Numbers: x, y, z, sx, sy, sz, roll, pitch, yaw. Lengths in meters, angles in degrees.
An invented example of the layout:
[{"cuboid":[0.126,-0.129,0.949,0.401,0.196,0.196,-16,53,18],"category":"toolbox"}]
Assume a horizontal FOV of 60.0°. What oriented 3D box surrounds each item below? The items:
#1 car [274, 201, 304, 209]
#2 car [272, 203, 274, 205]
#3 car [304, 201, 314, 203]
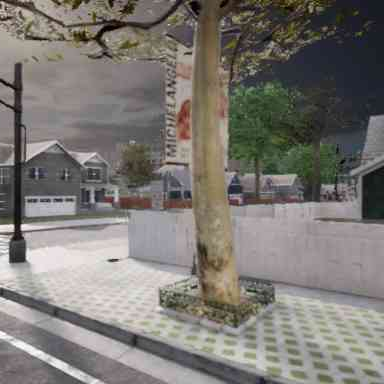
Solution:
[{"cuboid":[13.096,2.208,44.809,1.895,1.301,4.718,0,0,35],"category":"car"},{"cuboid":[13.225,2.132,49.970,2.128,1.511,4.902,0,0,34],"category":"car"},{"cuboid":[18.781,2.233,53.240,1.837,1.490,4.892,0,0,34],"category":"car"}]
